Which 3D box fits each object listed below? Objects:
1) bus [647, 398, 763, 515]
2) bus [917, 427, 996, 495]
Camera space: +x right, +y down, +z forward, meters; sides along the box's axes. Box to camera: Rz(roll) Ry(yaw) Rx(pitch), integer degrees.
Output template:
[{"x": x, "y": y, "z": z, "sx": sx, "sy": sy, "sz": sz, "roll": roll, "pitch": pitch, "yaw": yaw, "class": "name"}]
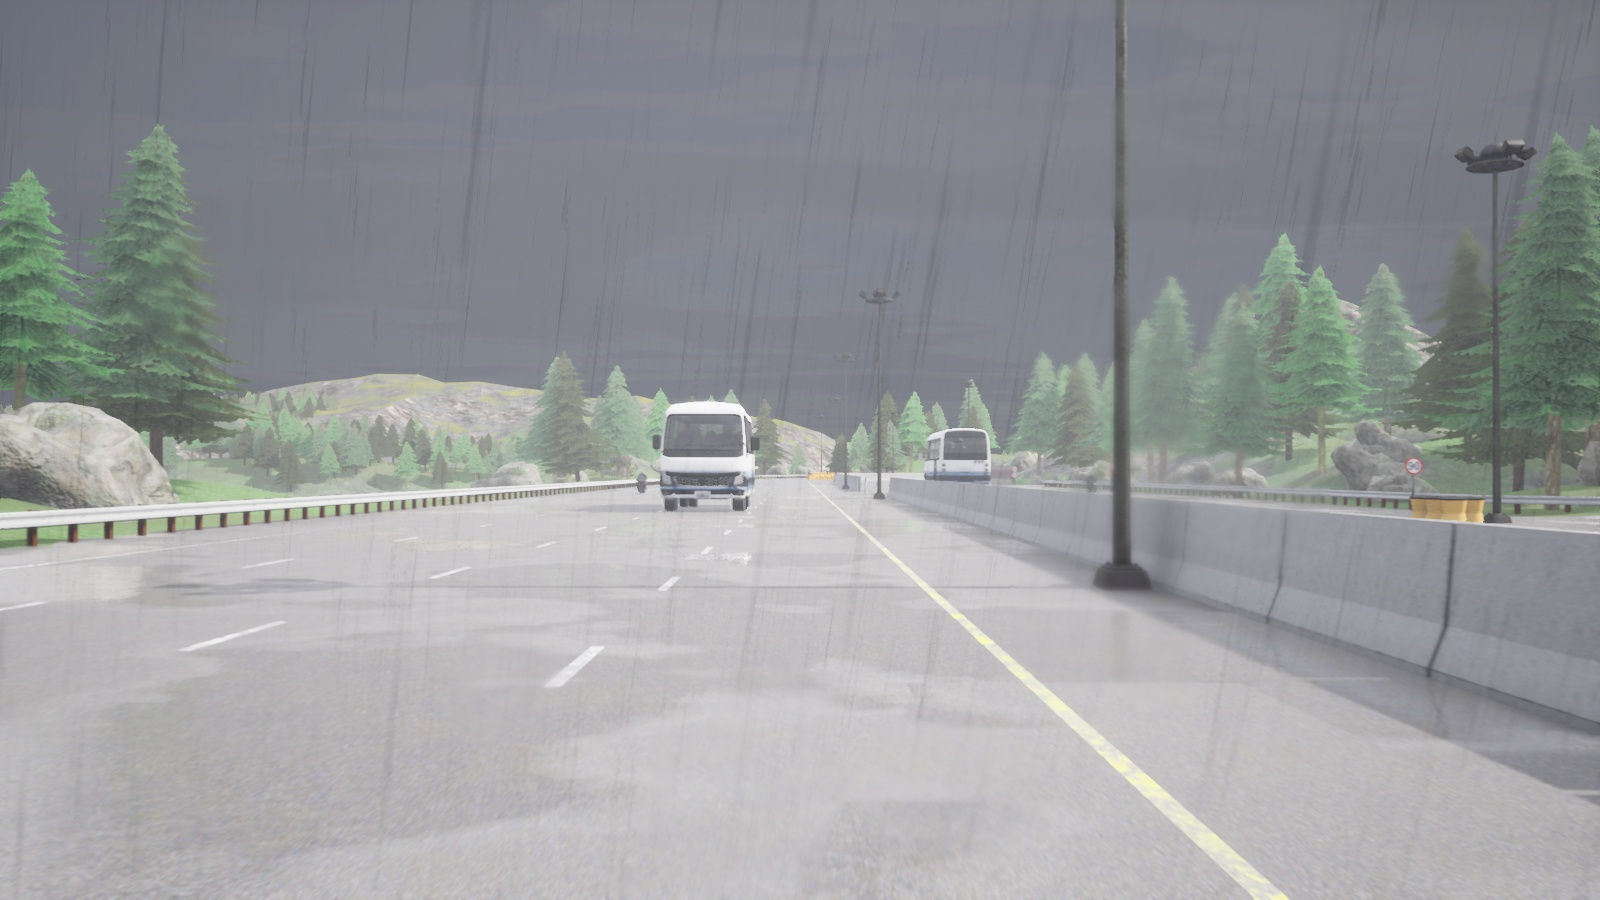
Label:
[{"x": -3.625, "y": 0.305, "z": 50.922, "sx": 3.944, "sy": 4.253, "sz": 10.273, "roll": 0, "pitch": -1, "yaw": 0, "class": "bus"}, {"x": 10.298, "y": 0.800, "z": 83.859, "sx": 3.944, "sy": 4.253, "sz": 10.273, "roll": 0, "pitch": -1, "yaw": 0, "class": "bus"}]
